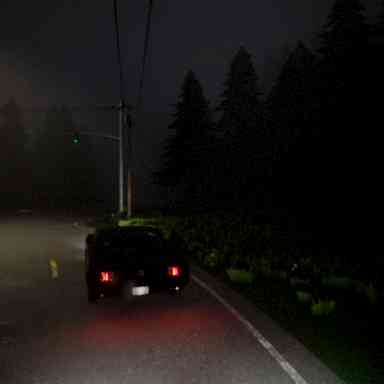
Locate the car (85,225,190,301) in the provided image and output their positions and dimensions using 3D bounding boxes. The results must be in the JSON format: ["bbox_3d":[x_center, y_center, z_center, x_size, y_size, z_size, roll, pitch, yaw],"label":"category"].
[{"bbox_3d":[-1.615,1.472,8.143,1.895,1.301,4.718,0,1,-18],"label":"car"}]
